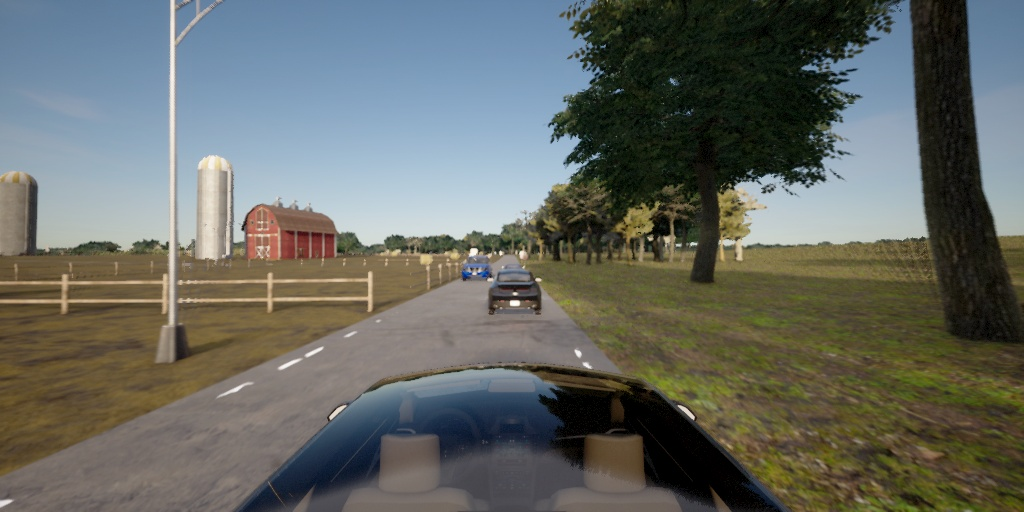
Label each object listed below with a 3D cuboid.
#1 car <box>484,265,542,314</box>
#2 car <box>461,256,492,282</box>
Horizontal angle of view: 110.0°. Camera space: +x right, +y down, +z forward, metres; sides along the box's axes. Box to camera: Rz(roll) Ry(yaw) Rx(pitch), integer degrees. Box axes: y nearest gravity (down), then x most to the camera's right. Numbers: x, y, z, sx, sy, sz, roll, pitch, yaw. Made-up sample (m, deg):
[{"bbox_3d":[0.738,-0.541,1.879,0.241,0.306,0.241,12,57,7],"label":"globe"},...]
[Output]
[{"bbox_3d":[0.096,1.268,13.890,1.837,1.490,4.892,0,0,0],"label":"car"},{"bbox_3d":[-2.843,0.993,29.966,2.150,2.045,5.566,0,0,0],"label":"car"}]
